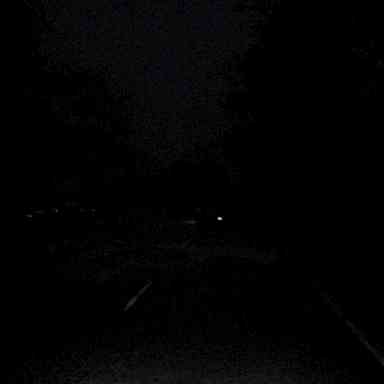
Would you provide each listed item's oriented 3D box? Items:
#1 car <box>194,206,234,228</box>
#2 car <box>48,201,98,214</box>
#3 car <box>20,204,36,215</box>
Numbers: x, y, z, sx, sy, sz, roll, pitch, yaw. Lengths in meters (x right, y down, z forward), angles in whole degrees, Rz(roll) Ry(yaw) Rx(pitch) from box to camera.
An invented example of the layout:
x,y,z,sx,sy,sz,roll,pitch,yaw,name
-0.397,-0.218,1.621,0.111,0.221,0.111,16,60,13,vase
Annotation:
x,y,z,sx,sy,sz,roll,pitch,yaw,name
1.401,1.605,22.352,1.994,1.385,4.181,1,0,-8,car
-12.327,1.576,34.448,4.718,1.301,1.895,1,-1,8,car
-17.100,1.363,30.685,5.008,1.535,1.882,0,-1,-12,car
